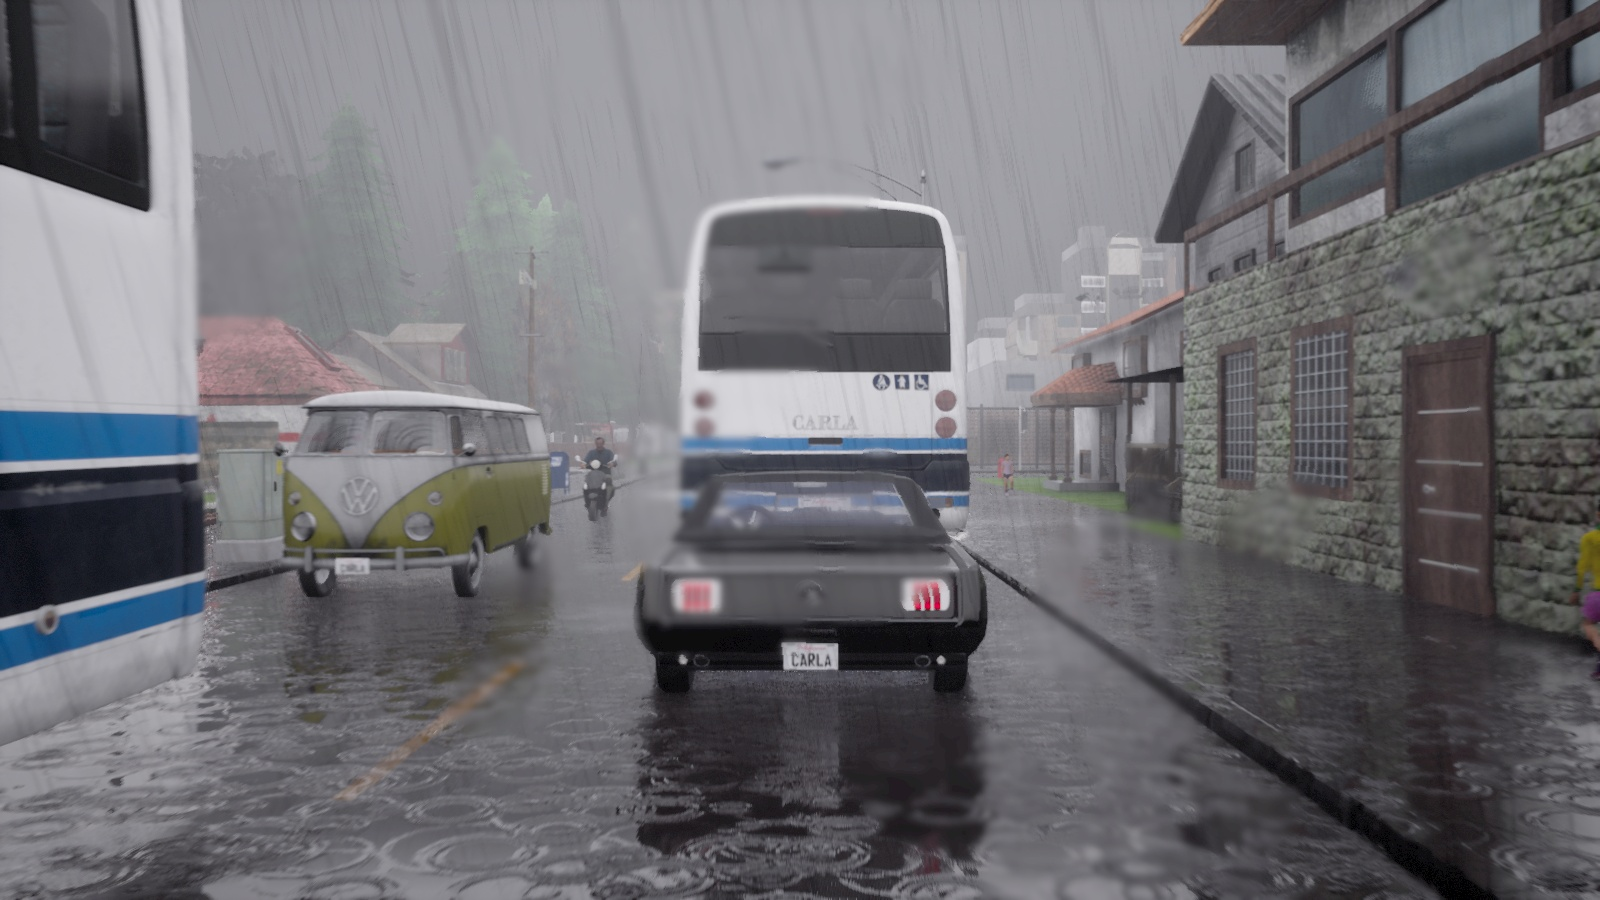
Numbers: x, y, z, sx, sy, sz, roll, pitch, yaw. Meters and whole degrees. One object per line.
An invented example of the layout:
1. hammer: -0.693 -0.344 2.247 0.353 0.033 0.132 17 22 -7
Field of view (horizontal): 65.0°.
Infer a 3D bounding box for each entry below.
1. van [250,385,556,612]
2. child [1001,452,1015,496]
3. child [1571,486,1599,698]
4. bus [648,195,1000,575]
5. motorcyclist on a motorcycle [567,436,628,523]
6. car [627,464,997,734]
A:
1. van: -3.899 0.405 13.200 1.775 1.987 4.442 0 1 0
2. child: 5.375 0.620 32.464 0.255 1.110 0.394 0 0 -6
3. child: 4.625 0.791 7.119 0.299 1.160 0.473 0 0 14
4. bus: 0.179 -0.760 19.228 3.944 4.253 10.273 0 0 -1
5. motorcyclist on a motorcycle: -3.832 0.534 23.884 0.866 1.590 1.817 0 0 0
6. car: 0.072 0.787 8.791 1.895 1.301 4.718 0 0 0
